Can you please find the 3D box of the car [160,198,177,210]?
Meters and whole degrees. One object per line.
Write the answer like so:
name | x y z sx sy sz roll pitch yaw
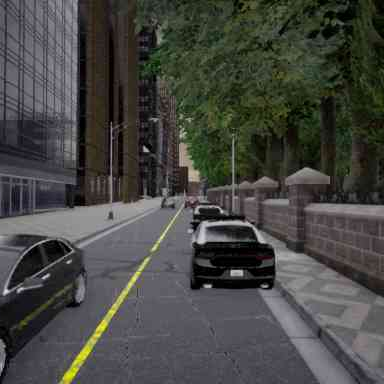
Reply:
car | -2.988 1.519 42.736 1.837 1.490 4.892 0 0 0

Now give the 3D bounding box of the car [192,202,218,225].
car | 0.907 1.530 25.167 1.812 1.442 4.674 0 0 0

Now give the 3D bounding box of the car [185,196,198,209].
car | 0.048 1.371 46.657 2.097 1.767 4.553 0 0 1

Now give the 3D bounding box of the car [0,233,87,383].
car | -3.099 1.505 5.145 1.837 1.490 4.892 0 0 0

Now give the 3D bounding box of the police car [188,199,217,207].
police car | 0.905 1.428 19.275 1.930 1.638 5.238 0 0 0

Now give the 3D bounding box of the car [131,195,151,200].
car | -14.613 1.583 93.534 4.403 1.369 2.008 0 -1 0

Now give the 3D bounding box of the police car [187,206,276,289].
police car | 0.903 1.427 9.273 1.930 1.638 5.238 0 0 0

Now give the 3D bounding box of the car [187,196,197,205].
car | 0.017 1.563 61.411 1.812 1.442 4.674 0 0 0
